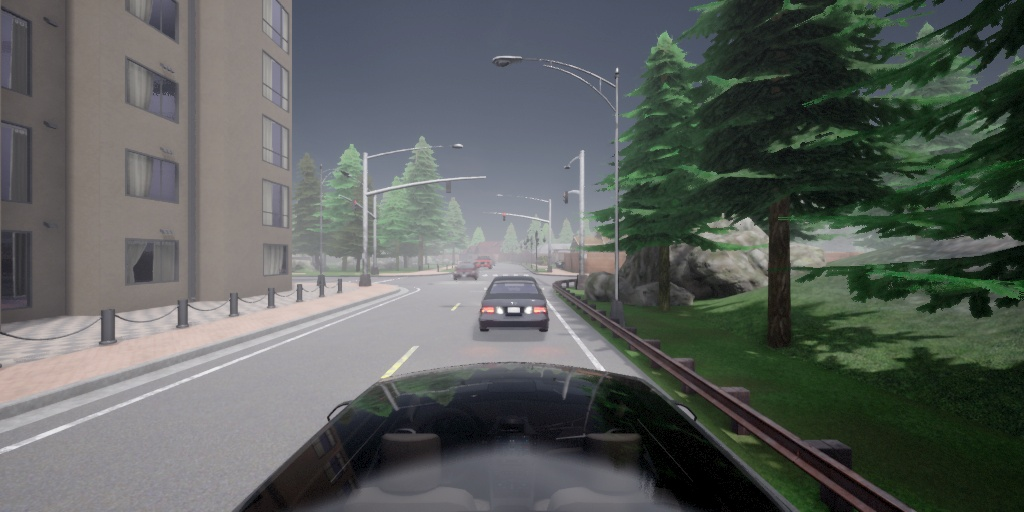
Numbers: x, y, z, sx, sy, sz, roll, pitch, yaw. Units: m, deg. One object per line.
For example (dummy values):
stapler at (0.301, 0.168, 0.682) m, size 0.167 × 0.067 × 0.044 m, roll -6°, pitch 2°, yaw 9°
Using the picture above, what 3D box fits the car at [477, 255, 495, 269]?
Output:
car at (-4.044, 0.941, 51.207) m, size 2.150 × 2.045 × 5.566 m, roll 0°, pitch 0°, yaw 0°

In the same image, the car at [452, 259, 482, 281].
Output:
car at (-3.746, 1.255, 29.821) m, size 1.812 × 1.442 × 4.674 m, roll 0°, pitch 0°, yaw -1°

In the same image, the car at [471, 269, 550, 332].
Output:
car at (0.066, 1.297, 10.825) m, size 2.033 × 1.411 × 5.357 m, roll 0°, pitch 0°, yaw 1°
